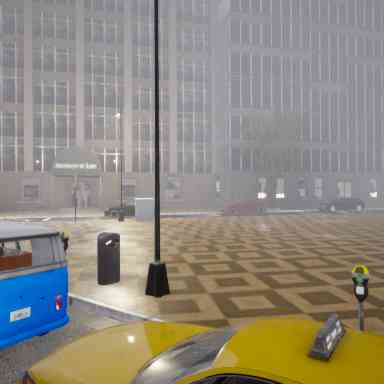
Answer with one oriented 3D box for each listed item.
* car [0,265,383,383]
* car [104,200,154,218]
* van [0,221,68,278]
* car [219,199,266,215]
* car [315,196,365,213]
[{"bbox_3d":[0.649,1.526,2.263,4.829,1.417,1.752,0,0,35],"label":"car"},{"bbox_3d":[-5.161,1.396,27.499,4.181,1.385,1.994,0,0,-14],"label":"car"},{"bbox_3d":[-3.722,1.343,5.372,3.998,1.788,1.690,0,0,35],"label":"van"},{"bbox_3d":[4.553,1.320,29.924,4.181,1.385,1.994,0,0,-14],"label":"car"},{"bbox_3d":[14.412,1.191,32.367,4.892,1.490,1.837,0,0,-14],"label":"car"}]
